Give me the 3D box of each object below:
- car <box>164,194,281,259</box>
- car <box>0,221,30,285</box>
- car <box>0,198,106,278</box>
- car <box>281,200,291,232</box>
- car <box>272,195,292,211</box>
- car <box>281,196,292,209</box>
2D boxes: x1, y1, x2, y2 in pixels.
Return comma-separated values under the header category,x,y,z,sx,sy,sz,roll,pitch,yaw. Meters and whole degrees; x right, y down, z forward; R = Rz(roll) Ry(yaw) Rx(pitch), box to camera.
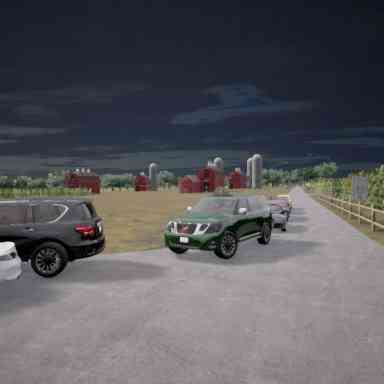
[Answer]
category,x,y,z,sx,sy,sz,roll,pitch,yaw
car,1.287,1.115,12.681,2.150,2.045,5.566,0,0,34
car,-6.028,1.617,6.613,4.674,1.442,1.812,-2,2,-36
car,-5.373,1.234,9.602,5.566,2.045,2.150,-1,1,-4
car,4.399,1.391,19.008,1.994,1.385,4.181,0,0,17
car,9.972,1.130,36.495,1.882,1.535,5.008,0,0,18
car,6.245,1.248,24.743,1.882,1.535,5.008,0,0,18
